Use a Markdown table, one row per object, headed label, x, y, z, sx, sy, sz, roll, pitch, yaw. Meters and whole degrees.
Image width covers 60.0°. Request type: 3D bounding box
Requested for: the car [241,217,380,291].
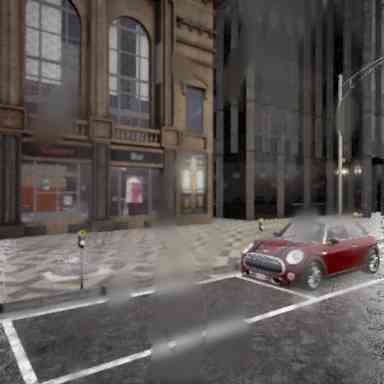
| label | x | y | z | sx | sy | sz | roll | pitch | yaw |
| --- | --- | --- | --- | --- | --- | --- | --- | --- | --- |
| car | 3.233 | 1.456 | 8.965 | 4.097 | 1.590 | 1.967 | 0 | 0 | -36 |
